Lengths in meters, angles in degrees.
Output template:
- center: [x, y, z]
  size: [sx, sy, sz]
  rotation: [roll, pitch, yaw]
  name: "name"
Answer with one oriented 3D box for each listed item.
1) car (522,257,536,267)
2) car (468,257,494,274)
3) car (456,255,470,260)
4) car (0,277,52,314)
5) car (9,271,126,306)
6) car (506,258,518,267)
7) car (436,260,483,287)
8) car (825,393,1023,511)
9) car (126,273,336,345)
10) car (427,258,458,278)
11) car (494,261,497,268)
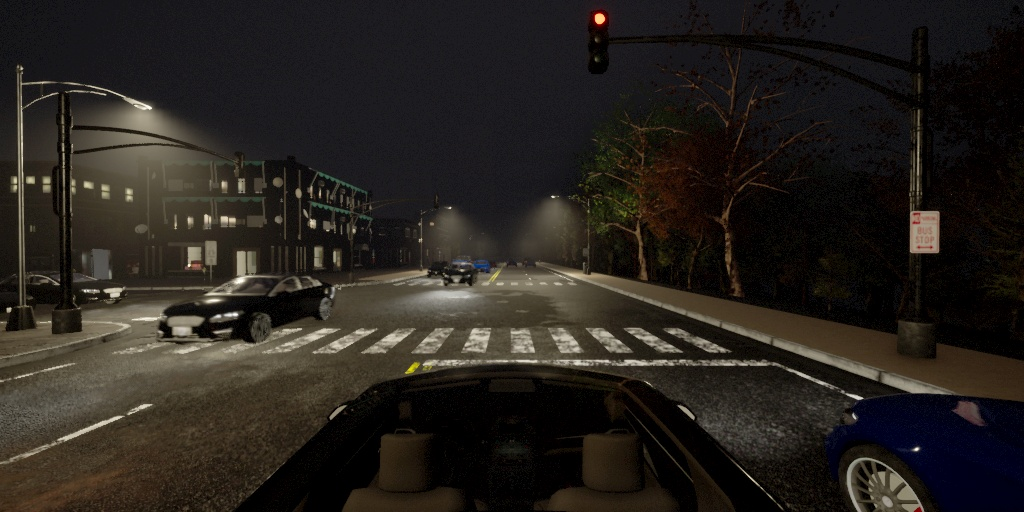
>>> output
- center: [3.234, 1.274, 63.655]
  size: [2.033, 1.411, 5.357]
  rotation: [0, 0, 0]
  name: "car"
- center: [-3.426, 1.215, 40.107]
  size: [1.882, 1.535, 5.008]
  rotation: [0, 0, 0]
  name: "car"
- center: [-6.692, 0.945, 48.604]
  size: [2.150, 2.045, 5.566]
  rotation: [0, 1, 0]
  name: "car"
- center: [-19.969, 1.565, 12.818]
  size: [4.313, 1.339, 1.948]
  rotation: [0, 0, 0]
  name: "car"
- center: [-19.649, 1.459, 15.525]
  size: [4.902, 1.511, 2.128]
  rotation: [-1, 1, 0]
  name: "car"
- center: [-0.030, 1.252, 64.933]
  size: [1.812, 1.442, 4.674]
  rotation: [0, 0, 0]
  name: "car"
- center: [-3.395, 1.236, 24.335]
  size: [2.128, 1.511, 4.902]
  rotation: [0, 0, 0]
  name: "car"
- center: [3.358, 1.276, 0.850]
  size: [1.812, 1.442, 4.674]
  rotation: [0, 0, 1]
  name: "car"
- center: [-6.616, 1.242, 9.636]
  size: [2.128, 1.511, 4.902]
  rotation: [0, 0, 0]
  name: "car"
- center: [-6.661, 1.244, 33.796]
  size: [1.837, 1.490, 4.892]
  rotation: [0, 0, 0]
  name: "car"
- center: [-3.440, 1.293, 57.617]
  size: [1.994, 1.385, 4.181]
  rotation: [0, 0, 0]
  name: "car"
